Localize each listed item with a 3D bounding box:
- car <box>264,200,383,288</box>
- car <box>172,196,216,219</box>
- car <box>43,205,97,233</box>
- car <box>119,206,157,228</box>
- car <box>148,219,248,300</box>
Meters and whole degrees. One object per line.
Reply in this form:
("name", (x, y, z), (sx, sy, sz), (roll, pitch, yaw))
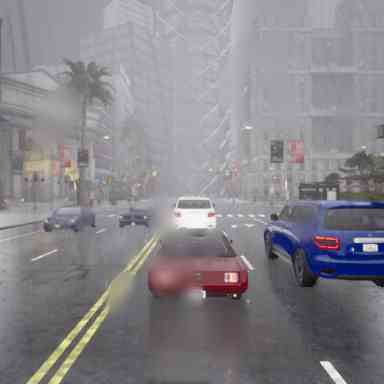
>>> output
("car", (3.605, 1.221, 9.404), (2.150, 2.045, 5.566), (0, 0, 0))
("car", (0.107, 1.221, 18.123), (2.150, 2.045, 5.566), (0, 0, 0))
("car", (-7.033, 1.525, 19.728), (1.812, 1.442, 4.674), (0, 0, 1))
("car", (-3.507, 1.601, 22.081), (1.895, 1.301, 4.718), (0, 0, 0))
("car", (0.109, 1.601, 8.356), (1.895, 1.301, 4.718), (0, 0, 0))
